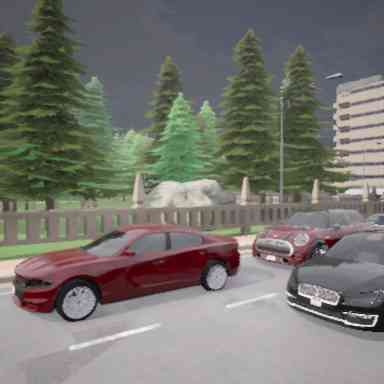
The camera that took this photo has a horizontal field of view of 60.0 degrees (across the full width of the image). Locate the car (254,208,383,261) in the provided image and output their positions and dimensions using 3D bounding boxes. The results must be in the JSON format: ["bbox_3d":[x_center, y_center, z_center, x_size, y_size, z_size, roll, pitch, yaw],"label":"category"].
[{"bbox_3d":[4.163,1.357,11.134,4.553,1.767,2.097,0,0,-35],"label":"car"}]

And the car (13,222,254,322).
[{"bbox_3d":[-1.151,1.479,7.411,5.008,1.535,1.882,0,0,-35],"label":"car"}]

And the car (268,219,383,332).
[{"bbox_3d":[3.976,1.507,6.727,4.892,1.490,1.837,-1,0,-35],"label":"car"}]
